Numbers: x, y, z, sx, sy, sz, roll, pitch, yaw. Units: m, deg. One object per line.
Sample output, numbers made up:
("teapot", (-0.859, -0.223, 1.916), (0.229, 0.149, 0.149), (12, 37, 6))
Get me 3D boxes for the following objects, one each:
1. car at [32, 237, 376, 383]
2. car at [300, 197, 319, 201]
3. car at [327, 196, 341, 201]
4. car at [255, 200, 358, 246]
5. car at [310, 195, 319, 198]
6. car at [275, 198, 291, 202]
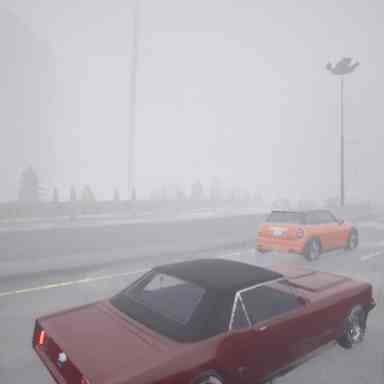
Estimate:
("car", (0.589, 1.609, 4.504), (4.718, 1.301, 1.895), (0, 0, -39))
("car", (14.535, 1.656, 42.578), (1.895, 1.301, 4.718), (0, 0, 29))
("car", (17.369, 1.399, 40.600), (2.097, 1.767, 4.553), (0, 0, 29))
("car", (4.415, 1.369, 12.485), (4.553, 1.767, 2.097), (0, 0, -42))
("car", (29.178, 1.530, 79.196), (1.812, 1.442, 4.674), (0, 0, 5))
("car", (12.707, 1.555, 46.652), (2.128, 1.511, 4.902), (0, 0, 27))
